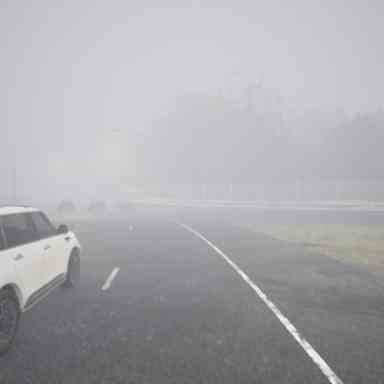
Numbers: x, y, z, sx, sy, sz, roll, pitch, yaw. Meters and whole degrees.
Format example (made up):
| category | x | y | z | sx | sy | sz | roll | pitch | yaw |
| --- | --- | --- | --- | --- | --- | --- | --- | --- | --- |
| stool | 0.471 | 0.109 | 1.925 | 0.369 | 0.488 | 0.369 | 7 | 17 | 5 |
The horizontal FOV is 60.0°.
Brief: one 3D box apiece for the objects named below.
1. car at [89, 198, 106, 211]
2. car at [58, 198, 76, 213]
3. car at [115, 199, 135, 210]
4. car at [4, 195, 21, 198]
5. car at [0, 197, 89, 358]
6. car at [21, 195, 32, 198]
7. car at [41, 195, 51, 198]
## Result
| category | x | y | z | sx | sy | sz | roll | pitch | yaw |
| --- | --- | --- | --- | --- | --- | --- | --- | --- | --- |
| car | -12.025 | 1.536 | 41.637 | 1.882 | 1.535 | 5.008 | 0 | 0 | -23 |
| car | -15.184 | 1.587 | 40.128 | 1.837 | 1.490 | 4.892 | 0 | 0 | -23 |
| car | -8.597 | 1.560 | 42.504 | 1.812 | 1.442 | 4.674 | 0 | 0 | -23 |
| car | -43.945 | 1.569 | 80.140 | 4.892 | 1.490 | 1.837 | 0 | 0 | 38 |
| car | -3.726 | 1.243 | 6.054 | 2.150 | 2.045 | 5.566 | 0 | 0 | -4 |
| car | -41.643 | 1.577 | 82.776 | 4.902 | 1.511 | 2.128 | 0 | 0 | 38 |
| car | -37.428 | 1.500 | 85.364 | 1.882 | 1.535 | 5.008 | 0 | 0 | -36 |
